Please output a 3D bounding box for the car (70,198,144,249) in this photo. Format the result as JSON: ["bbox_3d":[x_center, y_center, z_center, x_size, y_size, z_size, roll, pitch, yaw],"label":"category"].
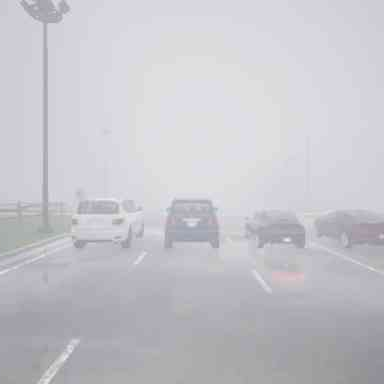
[{"bbox_3d":[-3.500,1.255,14.680,2.150,2.045,5.566,0,0,0],"label":"car"}]

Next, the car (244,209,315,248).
[{"bbox_3d":[3.500,1.514,14.650,1.837,1.490,4.892,0,0,0],"label":"car"}]

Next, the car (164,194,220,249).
[{"bbox_3d":[0.000,1.255,14.680,2.150,2.045,5.566,0,0,0],"label":"car"}]

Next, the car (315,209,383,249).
[{"bbox_3d":[7.000,1.482,14.650,1.882,1.535,5.008,0,0,0],"label":"car"}]
